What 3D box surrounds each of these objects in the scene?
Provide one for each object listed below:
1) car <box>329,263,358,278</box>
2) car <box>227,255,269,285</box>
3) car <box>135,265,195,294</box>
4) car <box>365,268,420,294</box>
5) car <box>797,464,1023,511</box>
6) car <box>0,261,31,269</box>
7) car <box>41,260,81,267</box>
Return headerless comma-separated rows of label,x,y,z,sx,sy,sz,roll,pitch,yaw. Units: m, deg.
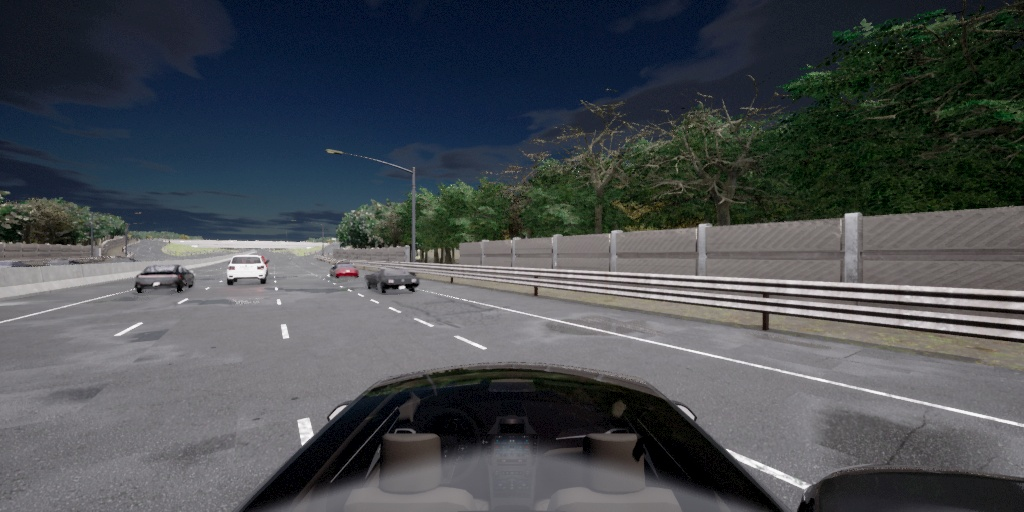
car,-15.739,1.296,33.520,1.994,1.385,4.181,0,0,-34
car,-19.275,0.957,26.216,2.150,2.045,5.566,0,0,-34
car,-19.544,1.232,20.339,2.128,1.511,4.902,0,0,-34
car,-6.994,1.346,20.501,1.895,1.301,4.718,0,0,-35
car,2.985,1.315,0.468,4.181,1.385,1.994,0,0,34
car,-51.598,1.252,36.524,2.033,1.411,5.357,0,0,-33
car,-49.140,1.209,39.143,1.837,1.490,4.892,0,0,-33
